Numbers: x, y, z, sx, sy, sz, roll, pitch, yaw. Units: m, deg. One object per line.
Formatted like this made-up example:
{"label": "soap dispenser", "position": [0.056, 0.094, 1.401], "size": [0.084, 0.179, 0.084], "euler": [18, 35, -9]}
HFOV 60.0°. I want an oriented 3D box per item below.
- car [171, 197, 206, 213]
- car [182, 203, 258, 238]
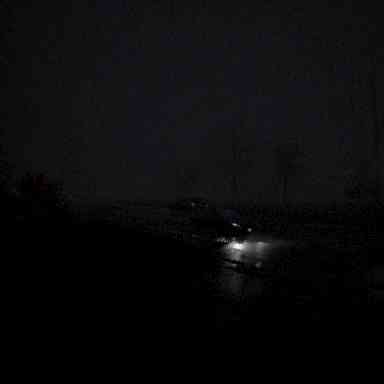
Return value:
{"label": "car", "position": [-0.379, 1.286, 34.326], "size": [2.097, 1.767, 4.553], "euler": [0, 1, -33]}
{"label": "car", "position": [1.612, 1.590, 18.533], "size": [1.812, 1.442, 4.674], "euler": [0, 1, -33]}
